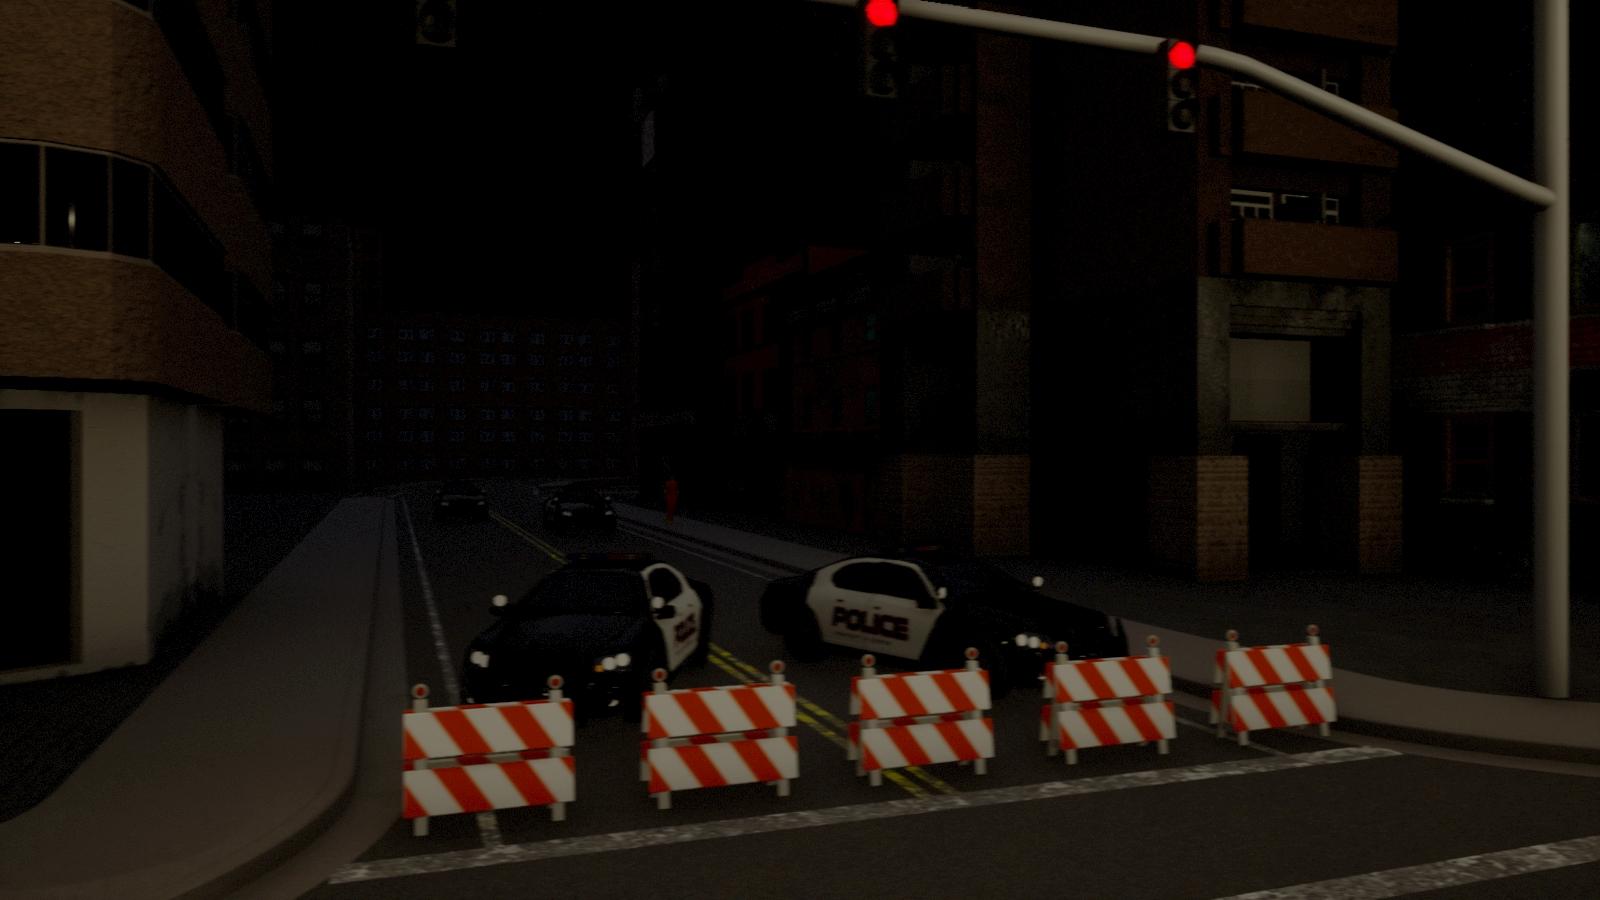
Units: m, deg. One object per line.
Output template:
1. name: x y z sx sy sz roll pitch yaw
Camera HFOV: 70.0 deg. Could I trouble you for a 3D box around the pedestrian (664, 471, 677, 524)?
1. pedestrian: -4.589 1.697 40.595 0.375 1.860 0.375 0 0 -21
